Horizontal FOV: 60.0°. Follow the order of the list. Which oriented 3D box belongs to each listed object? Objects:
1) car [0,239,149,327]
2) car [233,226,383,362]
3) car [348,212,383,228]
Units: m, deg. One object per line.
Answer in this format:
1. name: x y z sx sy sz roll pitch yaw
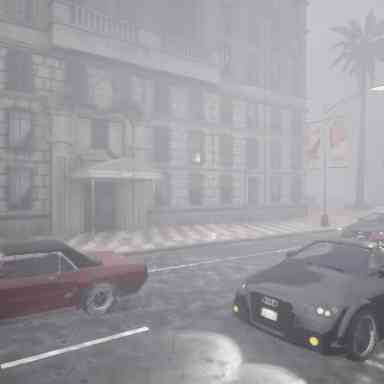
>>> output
1. car: -3.278 1.601 5.948 4.718 1.301 1.895 0 0 -35
2. car: 2.731 1.564 5.914 4.181 1.385 1.994 0 0 -35
3. car: 8.159 1.564 14.015 4.181 1.385 1.994 0 0 -35
